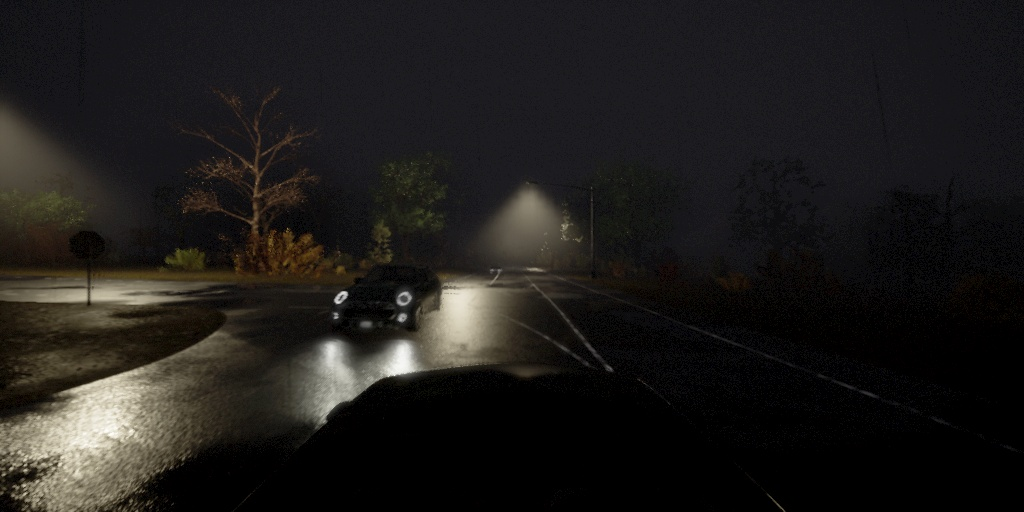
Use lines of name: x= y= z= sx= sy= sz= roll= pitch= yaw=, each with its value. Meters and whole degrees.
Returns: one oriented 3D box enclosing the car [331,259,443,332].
car: x=-3.478 y=1.006 z=10.828 sx=2.097 sy=1.767 sz=4.553 roll=1 pitch=1 yaw=0
